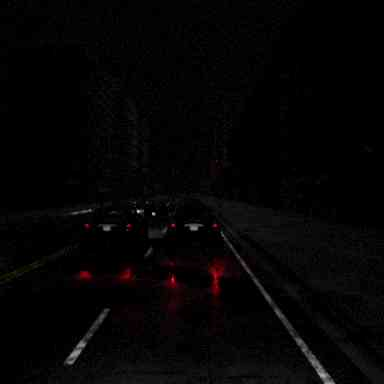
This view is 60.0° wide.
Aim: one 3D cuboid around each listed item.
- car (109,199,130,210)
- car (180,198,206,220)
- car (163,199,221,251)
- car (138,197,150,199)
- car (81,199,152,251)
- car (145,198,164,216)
[{"bbox_3d":[-9.840,1.665,45.647,1.994,1.385,4.181,0,0,0],"label":"car"},{"bbox_3d":[0.080,1.413,29.609,2.097,1.767,4.553,0,0,0],"label":"car"},{"bbox_3d":[0.081,1.379,14.460,2.097,1.767,4.553,0,0,0],"label":"car"},{"bbox_3d":[-6.593,1.450,45.318,2.097,1.767,4.553,0,0,0],"label":"car"},{"bbox_3d":[-3.165,1.381,14.436,2.097,1.767,4.553,0,0,0],"label":"car"},{"bbox_3d":[-3.168,1.567,29.958,1.837,1.490,4.892,0,0,0],"label":"car"}]
